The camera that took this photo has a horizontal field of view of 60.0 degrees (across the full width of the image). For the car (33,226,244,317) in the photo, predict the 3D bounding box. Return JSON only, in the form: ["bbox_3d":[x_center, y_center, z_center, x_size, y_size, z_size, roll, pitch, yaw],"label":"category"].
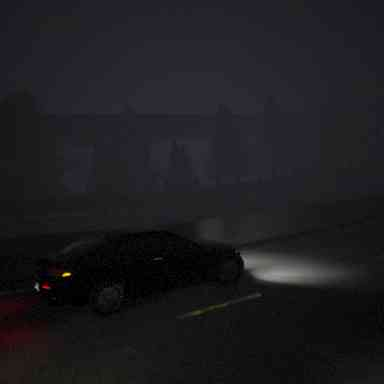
[{"bbox_3d":[-0.941,1.481,7.374,4.674,1.442,1.812,-1,1,-35],"label":"car"}]
